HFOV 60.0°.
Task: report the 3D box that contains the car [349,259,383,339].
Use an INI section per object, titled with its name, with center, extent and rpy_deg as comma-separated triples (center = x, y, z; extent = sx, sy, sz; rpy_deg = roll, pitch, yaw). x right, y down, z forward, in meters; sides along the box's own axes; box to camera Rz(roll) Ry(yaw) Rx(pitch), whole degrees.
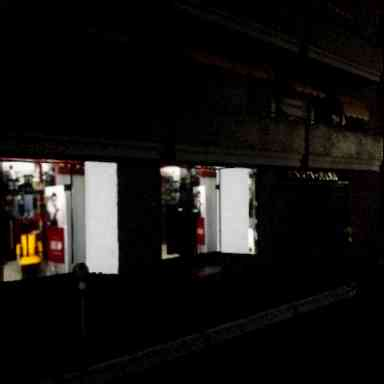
[car]
center = 4.423, 1.494, 5.555
extent = 4.313, 1.339, 1.947
rpy_deg = -1, 0, -35
